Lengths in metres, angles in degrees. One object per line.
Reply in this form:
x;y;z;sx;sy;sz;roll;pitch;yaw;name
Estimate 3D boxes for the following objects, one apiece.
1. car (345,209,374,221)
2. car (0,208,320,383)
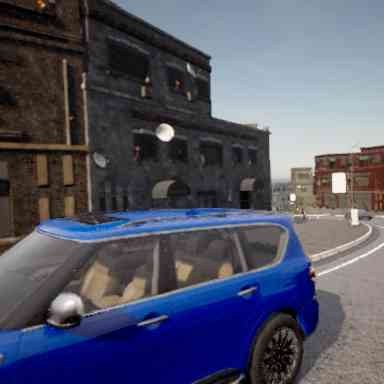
21.211;2.909;42.538;2.033;1.411;5.357;-2;-3;6;car
-0.868;1.251;3.586;5.566;2.045;2.150;0;0;-38;car
